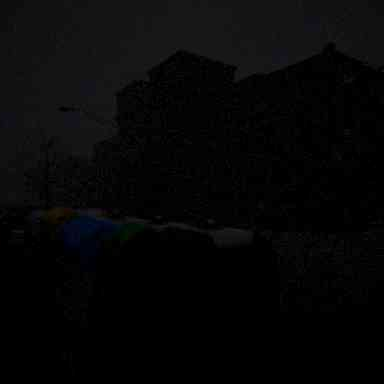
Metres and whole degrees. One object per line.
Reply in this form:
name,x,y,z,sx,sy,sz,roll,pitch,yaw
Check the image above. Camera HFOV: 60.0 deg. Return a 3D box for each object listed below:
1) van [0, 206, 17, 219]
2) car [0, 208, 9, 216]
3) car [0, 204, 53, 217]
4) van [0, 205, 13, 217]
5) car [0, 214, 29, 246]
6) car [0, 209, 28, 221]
van,-30.034,3.115,51.762,1.878,1.987,4.442,-1,-3,36
car,-38.450,3.795,64.299,2.231,1.521,4.892,-1,-3,35
car,-8.200,1.909,19.396,2.435,2.045,5.566,-2,-4,36
van,-33.401,3.295,56.754,1.878,1.987,4.442,-1,-3,36
car,-6.430,2.058,16.994,1.946,1.575,5.366,-2,-4,36
car,-24.942,3.075,44.367,2.097,1.535,5.008,-1,-3,36
